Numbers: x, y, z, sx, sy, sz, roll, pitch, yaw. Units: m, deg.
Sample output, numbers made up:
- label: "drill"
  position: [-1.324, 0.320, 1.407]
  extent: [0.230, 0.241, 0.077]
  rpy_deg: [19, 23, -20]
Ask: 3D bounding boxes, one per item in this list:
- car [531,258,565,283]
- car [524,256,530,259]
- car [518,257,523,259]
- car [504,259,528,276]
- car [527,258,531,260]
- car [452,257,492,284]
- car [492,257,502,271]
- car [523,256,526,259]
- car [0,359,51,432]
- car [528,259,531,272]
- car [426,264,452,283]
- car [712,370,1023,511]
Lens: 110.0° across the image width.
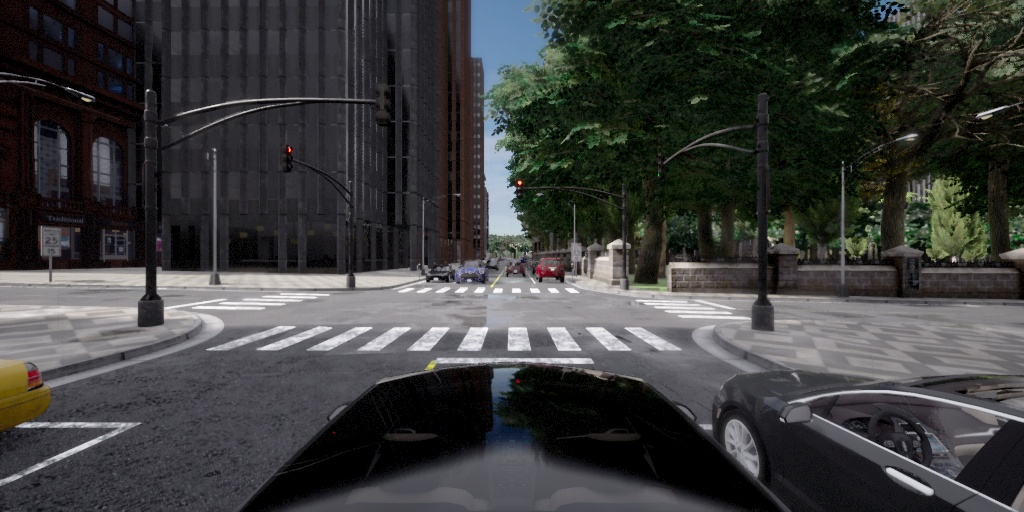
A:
- label: "car"
  position: [2.972, 1.075, 28.408]
  extent: [2.192, 1.841, 5.009]
  rpy_deg: [0, 0, 0]
- label: "car"
  position: [3.188, 1.231, 55.689]
  extent: [1.967, 1.591, 4.097]
  rpy_deg: [0, 0, 0]
- label: "car"
  position: [0.541, 1.345, 61.322]
  extent: [2.033, 1.411, 5.357]
  rpy_deg: [0, 0, 0]
- label: "car"
  position: [0.379, 1.295, 37.239]
  extent: [1.812, 1.442, 4.674]
  rpy_deg: [0, 0, 0]
- label: "car"
  position: [3.101, 1.329, 44.776]
  extent: [2.007, 1.370, 4.403]
  rpy_deg: [0, 0, 0]
- label: "car"
  position: [-2.903, 1.112, 26.869]
  extent: [2.097, 1.767, 4.553]
  rpy_deg: [0, 0, 0]
- label: "car"
  position: [-2.725, 1.287, 48.445]
  extent: [1.837, 1.490, 4.892]
  rpy_deg: [0, 0, 1]
- label: "car"
  position: [3.231, 1.237, 61.145]
  extent: [1.967, 1.591, 4.097]
  rpy_deg: [0, 0, 0]
- label: "car"
  position: [-5.766, 1.275, 1.632]
  extent: [1.751, 1.417, 4.829]
  rpy_deg: [0, 0, 0]
- label: "car"
  position: [3.058, 1.338, 39.320]
  extent: [1.948, 1.339, 4.313]
  rpy_deg: [0, 0, 0]
- label: "car"
  position: [-5.553, 1.326, 28.466]
  extent: [1.948, 1.339, 4.313]
  rpy_deg: [0, 0, 0]
- label: "car"
  position: [2.760, 1.300, 1.744]
  extent: [2.007, 1.370, 4.403]
  rpy_deg: [0, 0, 0]
